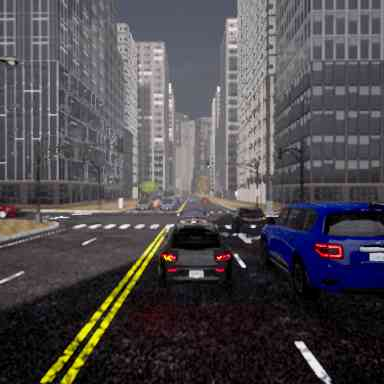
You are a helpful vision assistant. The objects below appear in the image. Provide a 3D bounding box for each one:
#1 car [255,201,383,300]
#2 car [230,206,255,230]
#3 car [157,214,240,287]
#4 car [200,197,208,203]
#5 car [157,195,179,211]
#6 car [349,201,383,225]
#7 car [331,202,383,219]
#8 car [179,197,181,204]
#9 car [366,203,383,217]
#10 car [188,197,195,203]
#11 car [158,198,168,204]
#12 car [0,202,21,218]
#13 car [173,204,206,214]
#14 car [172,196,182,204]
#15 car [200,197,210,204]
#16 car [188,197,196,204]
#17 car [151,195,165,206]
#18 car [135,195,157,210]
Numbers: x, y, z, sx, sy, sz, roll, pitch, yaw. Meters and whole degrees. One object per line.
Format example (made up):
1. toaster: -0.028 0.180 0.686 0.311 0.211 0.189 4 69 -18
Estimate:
1. car: 3.340 1.281 8.664 2.150 2.045 5.566 0 -1 0
2. car: 3.496 1.647 20.631 1.837 1.490 4.892 0 0 3
3. car: 0.089 1.591 9.384 1.812 1.442 4.674 0 0 0
4. car: 3.160 2.096 89.406 1.812 1.442 4.674 0 0 0
5. car: -3.393 1.669 47.279 2.097 1.767 4.553 0 0 0
6. car: 16.173 1.726 27.794 5.009 1.841 2.192 0 0 1
7. car: 16.883 1.858 33.564 4.902 1.511 2.128 0 1 1
8. car: -3.392 1.924 56.750 2.033 1.411 5.357 0 0 0
9. car: 21.773 1.911 36.085 4.829 1.417 1.752 0 0 1
10. car: -0.091 2.129 90.099 1.994 1.385 4.181 0 0 0
11. car: -6.578 2.033 75.876 2.033 1.411 5.357 0 0 0
12. car: -18.549 1.560 30.909 5.008 1.535 1.882 1 1 1
13. car: 0.080 1.688 20.371 2.033 1.411 5.357 0 0 0
14. car: -3.329 1.854 76.776 2.097 1.767 4.553 0 0 0
15. car: 3.170 1.992 79.389 1.882 1.535 5.008 0 0 0
16. car: -0.082 2.059 80.203 2.033 1.411 5.357 0 0 0
17. car: -6.597 1.651 65.398 2.150 2.045 5.566 0 0 1
18. car: -6.675 1.669 47.231 2.097 1.767 4.553 0 0 1
